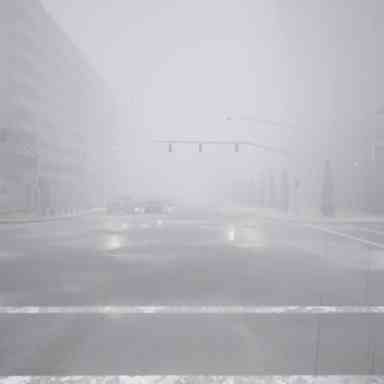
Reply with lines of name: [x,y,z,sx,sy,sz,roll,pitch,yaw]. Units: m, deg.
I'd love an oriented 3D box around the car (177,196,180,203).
car: [-3.476,1.600,68.926,2.033,1.411,5.357,0,0,1]

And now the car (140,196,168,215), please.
car: [-3.911,1.503,34.593,1.837,1.490,4.892,0,0,0]

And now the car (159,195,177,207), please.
car: [-3.801,1.562,50.041,1.994,1.385,4.181,0,0,1]

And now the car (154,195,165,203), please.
car: [-6.950,1.497,71.050,1.837,1.490,4.892,0,0,1]

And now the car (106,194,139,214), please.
car: [-7.414,1.217,35.129,2.150,2.045,5.566,0,0,0]
